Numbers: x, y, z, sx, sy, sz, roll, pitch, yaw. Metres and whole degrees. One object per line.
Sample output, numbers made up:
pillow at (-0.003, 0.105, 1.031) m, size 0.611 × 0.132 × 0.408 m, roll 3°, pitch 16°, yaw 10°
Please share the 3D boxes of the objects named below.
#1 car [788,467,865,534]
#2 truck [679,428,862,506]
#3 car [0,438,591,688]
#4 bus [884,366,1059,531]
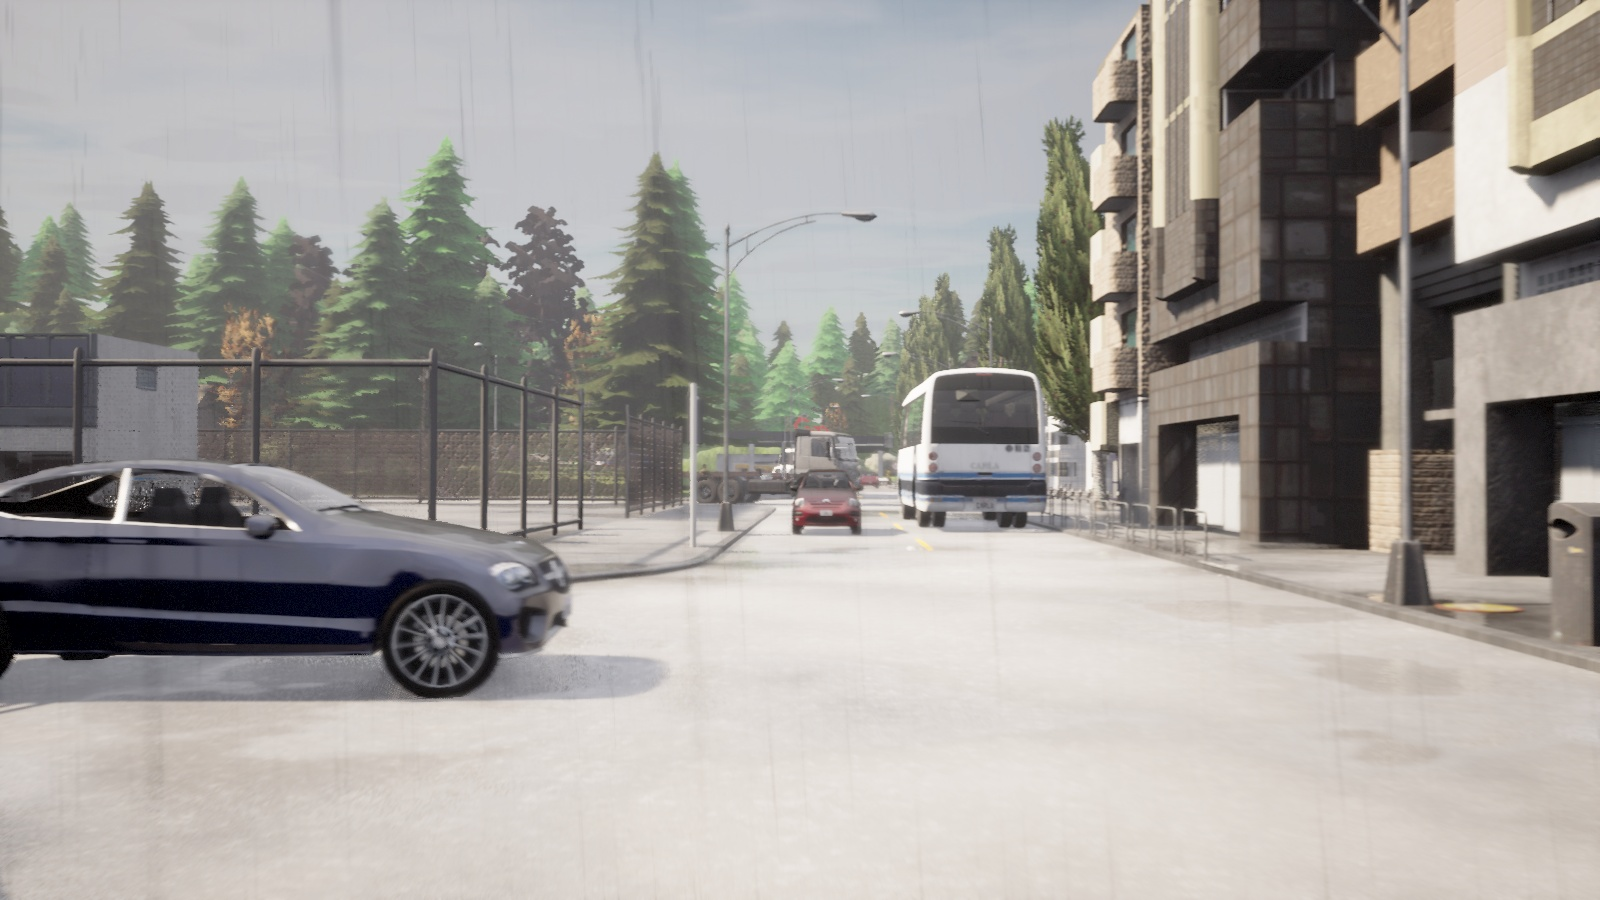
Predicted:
car at (0.684, 1.248, 32.138) m, size 1.851 × 1.617 × 3.988 m, roll 0°, pitch -1°, yaw 1°
truck at (-1.367, 0.809, 58.024) m, size 7.936 × 3.462 × 2.891 m, roll 0°, pitch -1°, yaw 21°
car at (-4.234, 0.770, 9.510) m, size 5.027 × 1.651 × 2.152 m, roll 0°, pitch -1°, yaw -3°
bus at (4.797, 0.050, 37.721) m, size 3.944 × 4.253 × 10.273 m, roll 0°, pitch -1°, yaw 1°
